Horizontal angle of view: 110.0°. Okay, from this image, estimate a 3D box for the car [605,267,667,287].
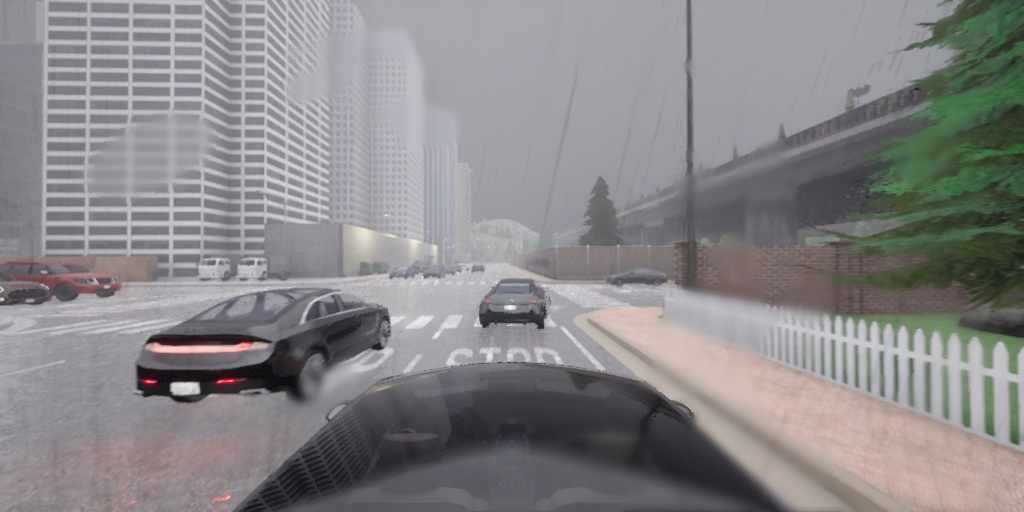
[{"bbox_3d":[9.588,1.602,27.835,4.674,1.442,1.812,0,-1,-1],"label":"car"}]

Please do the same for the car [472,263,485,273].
[{"bbox_3d":[-5.419,1.918,58.407,1.882,1.535,5.008,0,-1,-2],"label":"car"}]

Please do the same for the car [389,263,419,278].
[{"bbox_3d":[-11.927,1.765,39.169,1.812,1.442,4.674,0,-1,-2],"label":"car"}]

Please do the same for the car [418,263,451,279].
[{"bbox_3d":[-8.435,1.777,39.496,2.033,1.411,5.357,0,-1,-2],"label":"car"}]

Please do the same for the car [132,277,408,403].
[{"bbox_3d":[-3.700,1.313,6.474,2.128,1.511,4.902,0,-1,-1],"label":"car"}]

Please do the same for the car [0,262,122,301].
[{"bbox_3d":[-24.768,1.334,19.404,5.566,2.045,2.150,0,-1,-2],"label":"car"}]

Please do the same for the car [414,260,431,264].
[{"bbox_3d":[-12.279,1.577,48.868,2.150,2.045,5.566,0,-1,-2],"label":"car"}]

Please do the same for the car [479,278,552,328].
[{"bbox_3d":[0.225,1.439,12.044,1.994,1.385,4.181,-1,-1,8],"label":"car"}]

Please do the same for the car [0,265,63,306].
[{"bbox_3d":[-23.695,1.420,15.917,4.553,1.767,2.097,0,-1,-2],"label":"car"}]

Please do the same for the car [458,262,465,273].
[{"bbox_3d":[-9.055,2.004,57.119,1.994,1.385,4.181,0,-1,-2],"label":"car"}]

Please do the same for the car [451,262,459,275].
[{"bbox_3d":[-8.769,1.904,48.728,1.994,1.385,4.181,0,-1,-2],"label":"car"}]
